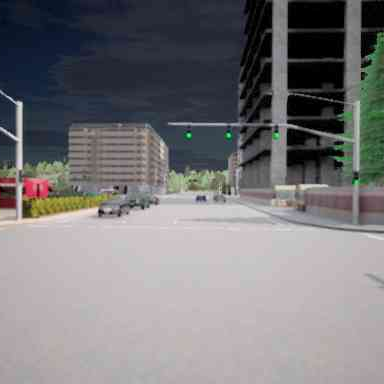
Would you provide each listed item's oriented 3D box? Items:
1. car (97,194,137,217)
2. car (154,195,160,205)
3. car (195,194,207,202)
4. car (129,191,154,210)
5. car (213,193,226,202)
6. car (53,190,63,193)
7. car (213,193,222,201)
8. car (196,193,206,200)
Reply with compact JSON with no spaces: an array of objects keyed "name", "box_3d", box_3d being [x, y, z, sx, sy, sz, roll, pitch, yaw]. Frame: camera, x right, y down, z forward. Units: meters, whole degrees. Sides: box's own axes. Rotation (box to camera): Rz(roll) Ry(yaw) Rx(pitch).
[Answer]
[{"name":"car","box_3d":[-6.370,1.229,27.642,2.128,1.511,4.902,0,0,2]},{"name":"car","box_3d":[-5.790,1.155,47.592,1.994,1.385,4.181,0,0,2]},{"name":"car","box_3d":[1.651,1.023,60.230,1.882,1.535,5.008,0,0,2]},{"name":"car","box_3d":[-6.090,0.886,37.537,2.150,2.045,5.566,0,0,2]},{"name":"car","box_3d":[5.161,1.115,60.482,2.033,1.411,5.357,0,0,2]},{"name":"car","box_3d":[-27.030,0.529,64.769,4.605,1.855,1.932,0,0,2]},{"name":"car","box_3d":[5.430,1.015,70.868,1.812,1.442,4.674,0,0,2]},{"name":"car","box_3d":[1.922,1.022,70.620,1.994,1.385,4.181,0,0,2]}]
